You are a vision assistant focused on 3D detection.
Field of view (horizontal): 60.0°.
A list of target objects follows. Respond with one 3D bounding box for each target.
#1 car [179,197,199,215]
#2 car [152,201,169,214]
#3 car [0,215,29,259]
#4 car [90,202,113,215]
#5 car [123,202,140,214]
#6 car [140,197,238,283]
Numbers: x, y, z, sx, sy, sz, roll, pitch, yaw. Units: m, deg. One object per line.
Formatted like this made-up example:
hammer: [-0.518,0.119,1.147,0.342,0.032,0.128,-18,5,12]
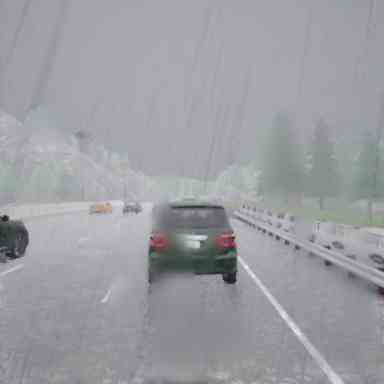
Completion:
car: [-0.359,1.575,39.770,2.150,2.045,5.566,0,-1,-1]
car: [-3.884,1.917,41.500,1.812,1.442,4.674,0,-1,-1]
car: [-7.005,1.292,9.782,2.150,2.045,5.566,0,0,-1]
car: [-10.861,1.889,40.160,1.882,1.535,5.008,0,-1,-1]
car: [-7.383,1.933,41.391,1.812,1.442,4.674,0,-1,-1]
car: [-0.007,1.258,9.913,2.150,2.045,5.566,0,0,-1]
